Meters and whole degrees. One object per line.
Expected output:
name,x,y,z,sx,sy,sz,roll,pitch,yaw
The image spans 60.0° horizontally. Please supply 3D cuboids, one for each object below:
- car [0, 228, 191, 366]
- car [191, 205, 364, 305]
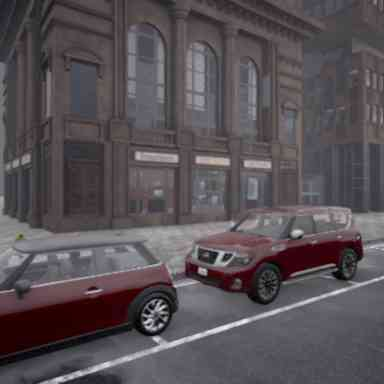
car,-2.292,1.438,5.010,4.097,1.590,1.967,0,0,-36
car,2.267,1.299,8.265,5.009,1.841,2.192,0,0,-36
